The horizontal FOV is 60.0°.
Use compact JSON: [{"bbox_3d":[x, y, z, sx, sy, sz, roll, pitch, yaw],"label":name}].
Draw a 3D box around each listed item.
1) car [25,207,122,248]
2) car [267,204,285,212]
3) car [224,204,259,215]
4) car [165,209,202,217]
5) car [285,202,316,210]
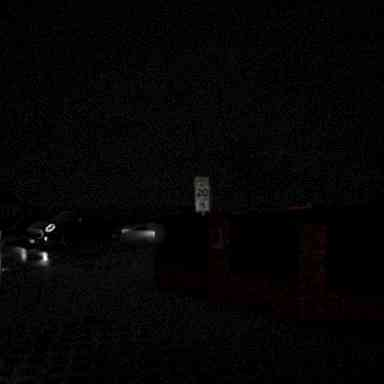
[{"bbox_3d":[-5.673,1.586,16.322,2.097,1.767,4.553,-1,-1,35],"label":"car"},{"bbox_3d":[10.403,2.115,39.070,1.994,1.385,4.181,-1,-1,35],"label":"car"},{"bbox_3d":[4.664,1.947,30.969,1.837,1.490,4.892,-1,-1,35],"label":"car"},{"bbox_3d":[-0.662,1.901,23.425,1.994,1.385,4.181,-1,-1,35],"label":"car"},{"bbox_3d":[12.394,1.858,36.832,2.097,1.767,4.553,-1,-1,35],"label":"car"}]
